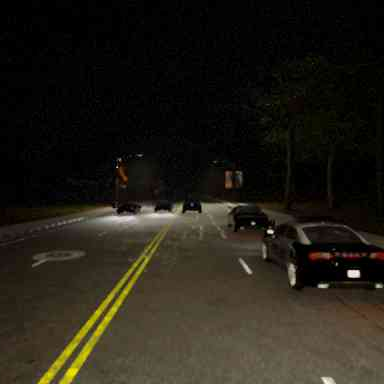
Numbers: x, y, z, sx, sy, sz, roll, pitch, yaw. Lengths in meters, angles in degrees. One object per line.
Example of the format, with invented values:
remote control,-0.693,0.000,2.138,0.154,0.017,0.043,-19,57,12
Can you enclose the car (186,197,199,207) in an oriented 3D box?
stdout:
car,0.103,1.623,55.135,2.033,1.411,5.357,0,0,0

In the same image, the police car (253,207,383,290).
police car,3.250,1.439,9.273,1.930,1.638,5.238,0,0,0

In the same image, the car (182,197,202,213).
car,-0.002,1.409,37.729,2.097,1.767,4.553,0,0,0

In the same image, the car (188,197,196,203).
car,0.002,1.689,73.759,1.895,1.301,4.718,0,0,0

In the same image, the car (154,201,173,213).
car,-3.277,1.658,38.635,1.895,1.301,4.718,0,0,1

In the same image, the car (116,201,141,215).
car,-6.561,1.653,34.763,1.895,1.301,4.718,0,0,0

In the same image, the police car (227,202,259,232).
police car,3.251,1.456,20.275,1.930,1.638,5.238,0,0,0
